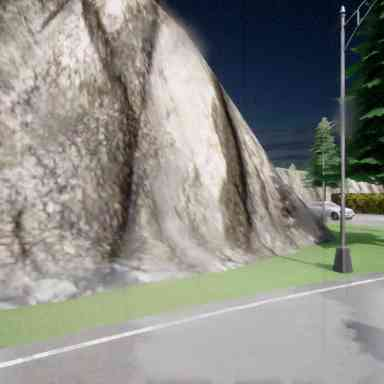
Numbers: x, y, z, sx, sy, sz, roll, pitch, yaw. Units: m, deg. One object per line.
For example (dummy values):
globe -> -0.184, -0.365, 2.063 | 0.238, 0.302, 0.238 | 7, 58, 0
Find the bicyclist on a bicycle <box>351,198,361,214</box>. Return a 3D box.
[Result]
bicyclist on a bicycle -> 16.458, 1.453, 33.365 | 1.656, 1.620, 0.582 | 0, 0, -28

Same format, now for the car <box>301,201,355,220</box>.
car -> 11.287, 1.526, 27.983 | 1.812, 1.442, 4.674 | 0, 0, -28
